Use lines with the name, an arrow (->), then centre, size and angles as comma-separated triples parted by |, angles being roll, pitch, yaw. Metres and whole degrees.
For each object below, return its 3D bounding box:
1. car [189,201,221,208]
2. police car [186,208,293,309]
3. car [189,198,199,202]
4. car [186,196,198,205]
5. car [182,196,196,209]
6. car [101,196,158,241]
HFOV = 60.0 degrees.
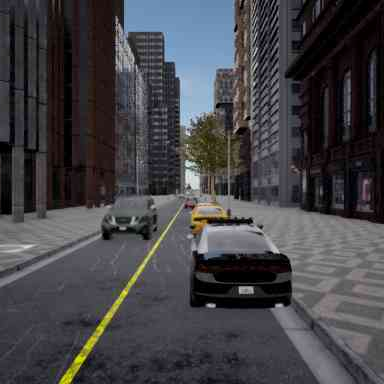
car -> 0.898, 1.478, 17.998 | 1.882, 1.535, 5.008 | 0, 0, 0
police car -> 0.899, 1.425, 8.108 | 1.930, 1.638, 5.238 | 0, 0, 0
car -> 0.897, 1.455, 24.189 | 1.801, 1.575, 5.366 | 0, 0, 0
car -> -0.006, 1.476, 58.551 | 1.882, 1.535, 5.008 | 0, 0, 0
car -> 0.015, 1.564, 45.944 | 1.994, 1.385, 4.181 | 0, 0, 1
car -> -3.002, 1.221, 17.181 | 2.150, 2.045, 5.566 | 0, 0, 0
